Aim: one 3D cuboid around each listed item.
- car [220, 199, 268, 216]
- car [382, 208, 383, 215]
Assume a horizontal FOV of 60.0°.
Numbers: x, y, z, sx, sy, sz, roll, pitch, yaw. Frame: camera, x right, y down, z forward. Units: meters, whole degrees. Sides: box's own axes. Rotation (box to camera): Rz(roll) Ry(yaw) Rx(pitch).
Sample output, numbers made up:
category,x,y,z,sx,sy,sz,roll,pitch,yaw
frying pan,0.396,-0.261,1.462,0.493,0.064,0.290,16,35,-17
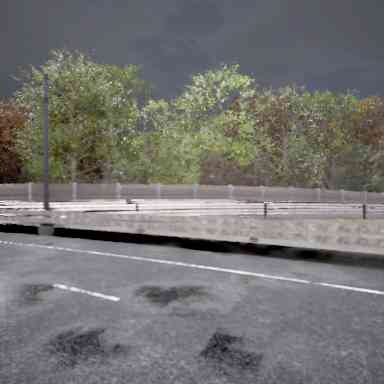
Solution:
category,x,y,z,sx,sy,sz,roll,pitch,yaw
car,5.096,1.456,32.542,4.892,1.490,1.837,0,0,-19
car,24.719,2.243,40.012,4.181,1.385,1.994,3,-1,-23
